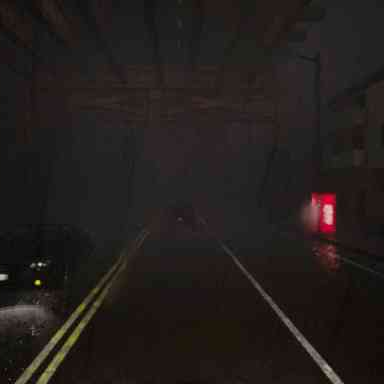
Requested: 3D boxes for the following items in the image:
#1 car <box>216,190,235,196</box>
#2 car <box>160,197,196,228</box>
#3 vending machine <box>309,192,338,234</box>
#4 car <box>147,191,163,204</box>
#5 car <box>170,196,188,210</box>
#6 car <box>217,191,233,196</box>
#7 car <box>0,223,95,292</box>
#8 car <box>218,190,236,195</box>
[{"bbox_3d":[9.532,0.277,94.050,4.974,1.542,2.038,0,1,22],"label":"car"},{"bbox_3d":[-0.778,1.338,21.001,1.882,1.535,5.008,0,1,-2],"label":"car"},{"bbox_3d":[6.706,1.049,16.967,1.100,2.100,0.880,0,1,-3],"label":"vending machine"},{"bbox_3d":[-5.808,0.836,52.219,2.150,2.045,5.566,0,1,-2],"label":"car"},{"bbox_3d":[-1.591,1.277,39.734,2.033,1.411,5.357,0,0,-3],"label":"car"},{"bbox_3d":[9.388,0.353,89.881,4.974,1.542,2.038,-1,1,-23],"label":"car"},{"bbox_3d":[-3.938,1.522,8.711,1.994,1.385,4.181,0,0,-3],"label":"car"},{"bbox_3d":[9.435,0.195,89.899,4.536,1.218,1.853,-1,1,-23],"label":"car"}]
